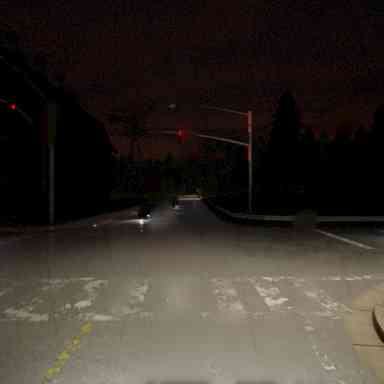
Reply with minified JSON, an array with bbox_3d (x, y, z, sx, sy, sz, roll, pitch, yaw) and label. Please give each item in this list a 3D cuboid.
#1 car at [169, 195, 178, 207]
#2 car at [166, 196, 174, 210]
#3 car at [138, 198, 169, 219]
[{"bbox_3d":[-3.508,1.526,48.863,1.812,1.442,4.674,0,0,0],"label":"car"},{"bbox_3d":[-3.531,1.505,39.566,1.837,1.490,4.892,0,0,0],"label":"car"},{"bbox_3d":[-3.548,1.547,29.821,2.033,1.411,5.357,0,0,0],"label":"car"}]
